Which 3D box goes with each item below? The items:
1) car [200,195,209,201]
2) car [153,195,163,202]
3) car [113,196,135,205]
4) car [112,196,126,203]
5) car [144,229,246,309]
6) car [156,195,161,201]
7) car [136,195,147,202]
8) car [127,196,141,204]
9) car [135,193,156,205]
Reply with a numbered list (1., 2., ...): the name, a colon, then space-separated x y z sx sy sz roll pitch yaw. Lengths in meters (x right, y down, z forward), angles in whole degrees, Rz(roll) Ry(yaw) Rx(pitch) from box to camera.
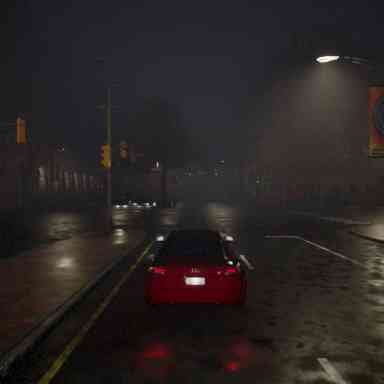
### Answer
1. car: 3.460 1.553 87.081 1.994 1.385 4.181 0 0 0
2. car: -8.036 1.500 78.561 1.837 1.490 4.892 0 0 0
3. car: -11.608 1.564 56.843 1.994 1.385 4.181 0 0 0
4. car: -14.781 1.595 67.799 1.895 1.301 4.718 0 0 0
5. car: 0.071 1.564 7.967 1.994 1.385 4.181 0 0 0
6. car: -8.036 1.601 68.357 1.895 1.301 4.718 0 0 0
7. car: -11.535 1.478 76.556 1.882 1.535 5.008 0 0 0
8. car: -11.557 1.564 66.137 1.994 1.385 4.181 0 0 0
9. car: -8.107 1.221 58.558 2.150 2.045 5.566 0 0 0
